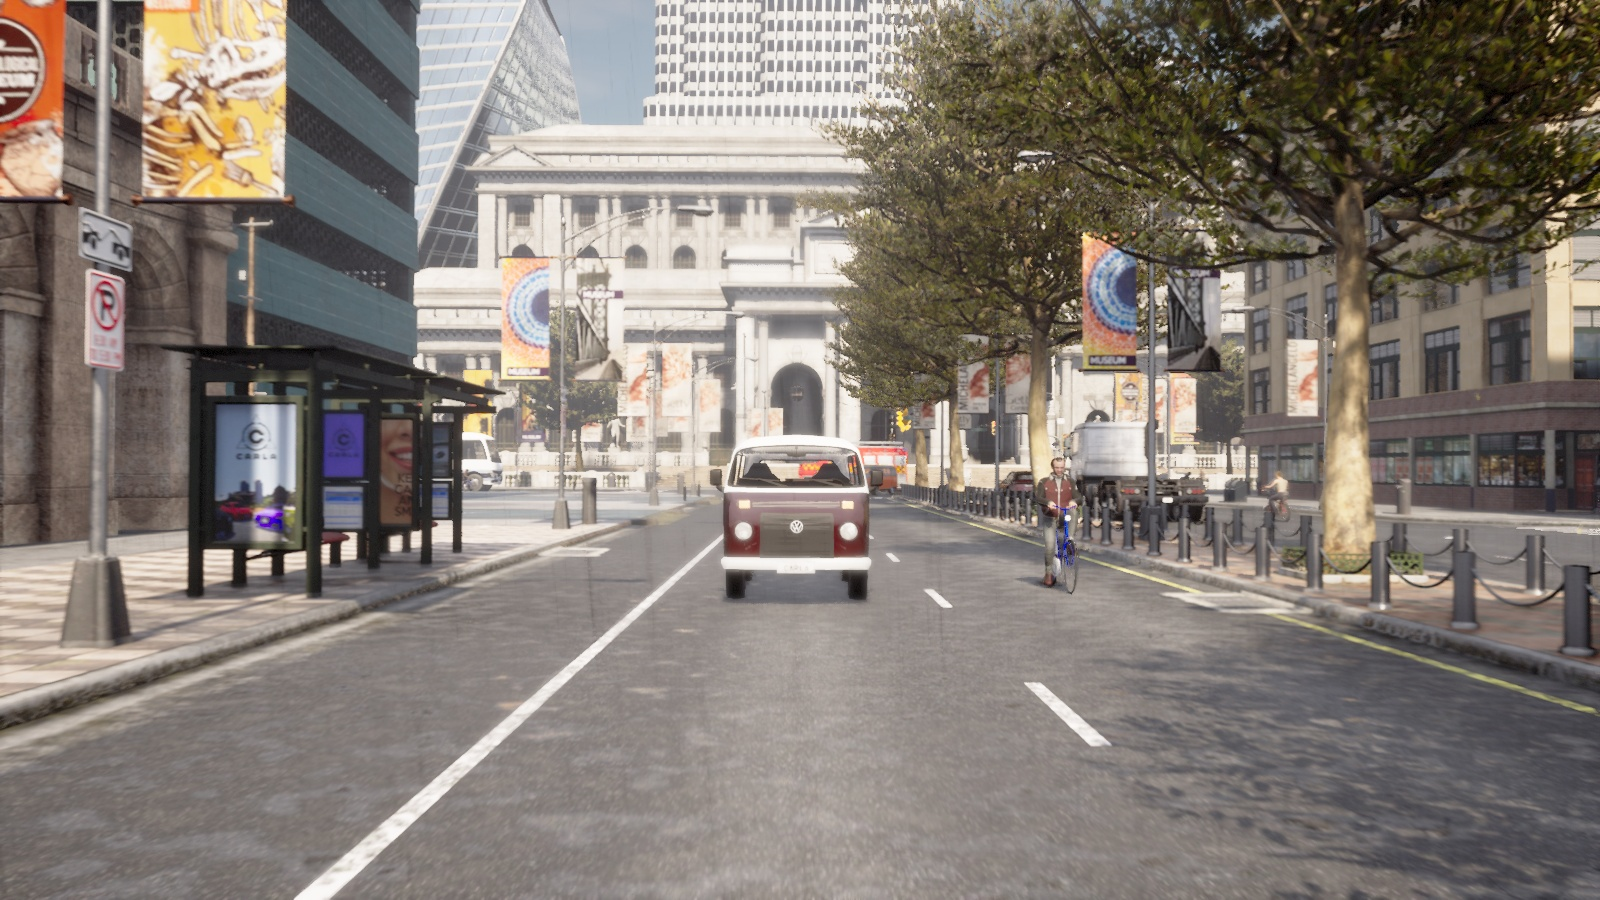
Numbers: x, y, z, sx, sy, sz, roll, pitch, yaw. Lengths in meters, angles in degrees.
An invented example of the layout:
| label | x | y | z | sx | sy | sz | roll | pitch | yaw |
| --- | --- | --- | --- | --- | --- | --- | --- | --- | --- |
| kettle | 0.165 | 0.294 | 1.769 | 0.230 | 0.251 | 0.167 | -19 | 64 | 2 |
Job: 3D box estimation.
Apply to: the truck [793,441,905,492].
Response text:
| label | x | y | z | sx | sy | sz | roll | pitch | yaw |
| --- | --- | --- | --- | --- | --- | --- | --- | --- | --- |
| truck | 3.739 | 1.256 | 96.823 | 8.468 | 3.827 | 2.891 | 0 | -1 | 0 |

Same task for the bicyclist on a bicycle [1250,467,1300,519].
| label | x | y | z | sx | sy | sz | roll | pitch | yaw |
| --- | --- | --- | --- | --- | --- | --- | --- | --- | --- |
| bicyclist on a bicycle | 15.284 | 1.367 | 40.437 | 0.866 | 1.612 | 1.509 | 1 | -1 | -10 |

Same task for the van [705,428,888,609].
| label | x | y | z | sx | sy | sz | roll | pitch | yaw |
| --- | --- | --- | --- | --- | --- | --- | --- | --- | --- |
| van | -0.042 | 0.815 | 16.506 | 2.069 | 2.038 | 4.480 | 0 | -1 | 0 |

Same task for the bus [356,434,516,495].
| label | x | y | z | sx | sy | sz | roll | pitch | yaw |
| --- | --- | --- | --- | --- | --- | --- | --- | --- | --- |
| bus | -25.910 | 1.046 | 89.859 | 10.273 | 4.253 | 3.944 | 0 | -1 | 0 |

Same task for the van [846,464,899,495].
| label | x | y | z | sx | sy | sz | roll | pitch | yaw |
| --- | --- | --- | --- | --- | --- | --- | --- | --- | --- |
| van | 4.836 | 1.942 | 83.268 | 1.775 | 1.987 | 4.442 | -1 | -1 | 29 |

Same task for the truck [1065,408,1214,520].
| label | x | y | z | sx | sy | sz | roll | pitch | yaw |
| --- | --- | --- | --- | --- | --- | --- | --- | --- | --- |
| truck | 11.391 | 0.504 | 42.967 | 2.891 | 3.462 | 7.936 | 0 | -1 | 0 |

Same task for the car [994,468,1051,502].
| label | x | y | z | sx | sy | sz | roll | pitch | yaw |
| --- | --- | --- | --- | --- | --- | --- | --- | --- | --- |
| car | 11.295 | 1.773 | 64.109 | 2.033 | 1.649 | 4.856 | 0 | -1 | 0 |

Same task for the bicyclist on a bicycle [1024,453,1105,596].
| label | x | y | z | sx | sy | sz | roll | pitch | yaw |
| --- | --- | --- | --- | --- | --- | --- | --- | --- | --- |
| bicyclist on a bicycle | 3.459 | 0.949 | 16.586 | 0.659 | 1.776 | 1.843 | 0 | -1 | 0 |
